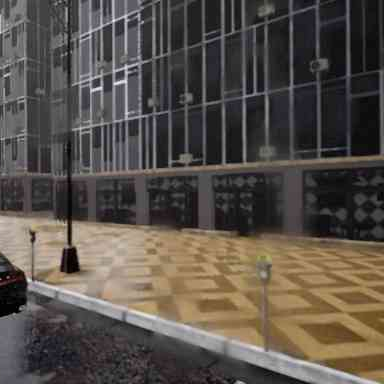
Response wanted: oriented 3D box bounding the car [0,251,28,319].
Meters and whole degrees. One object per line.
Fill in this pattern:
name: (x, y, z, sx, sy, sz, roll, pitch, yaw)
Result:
car: (-4.735, 1.513, 6.113, 4.403, 1.369, 2.008, 0, -1, 36)
